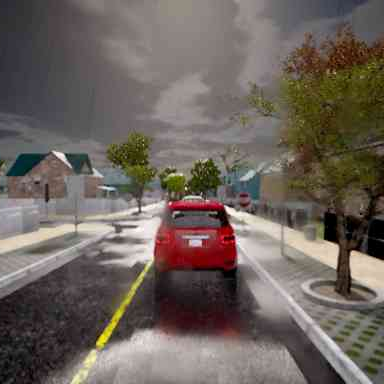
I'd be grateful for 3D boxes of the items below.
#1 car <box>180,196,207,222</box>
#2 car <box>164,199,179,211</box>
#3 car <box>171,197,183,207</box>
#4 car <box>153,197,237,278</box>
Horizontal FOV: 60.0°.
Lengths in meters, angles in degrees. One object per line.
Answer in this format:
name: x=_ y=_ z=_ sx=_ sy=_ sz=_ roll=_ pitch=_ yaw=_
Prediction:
car: x=0.101 y=1.423 z=29.188 sx=2.150 sy=2.045 sz=5.566 roll=0 pitch=-1 yaw=0
car: x=-2.824 y=1.835 z=47.123 sx=1.882 sy=1.535 sz=5.008 roll=0 pitch=-1 yaw=0
car: x=-2.772 y=1.871 z=63.722 sx=2.097 sy=1.767 sz=4.553 roll=0 pitch=-1 yaw=1
car: x=0.095 y=1.293 z=10.482 sx=2.150 sy=2.045 sz=5.566 roll=0 pitch=0 yaw=0
